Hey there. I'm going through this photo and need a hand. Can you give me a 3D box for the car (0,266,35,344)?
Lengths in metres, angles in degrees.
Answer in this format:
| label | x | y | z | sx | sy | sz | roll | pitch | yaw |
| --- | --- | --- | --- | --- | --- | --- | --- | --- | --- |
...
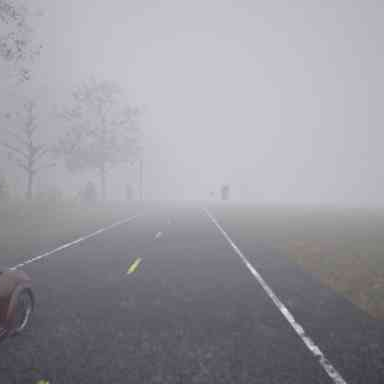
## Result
| label | x | y | z | sx | sy | sz | roll | pitch | yaw |
| --- | --- | --- | --- | --- | --- | --- | --- | --- | --- |
| car | -3.601 | 1.562 | 3.835 | 1.994 | 1.385 | 4.181 | 0 | 0 | 0 |
